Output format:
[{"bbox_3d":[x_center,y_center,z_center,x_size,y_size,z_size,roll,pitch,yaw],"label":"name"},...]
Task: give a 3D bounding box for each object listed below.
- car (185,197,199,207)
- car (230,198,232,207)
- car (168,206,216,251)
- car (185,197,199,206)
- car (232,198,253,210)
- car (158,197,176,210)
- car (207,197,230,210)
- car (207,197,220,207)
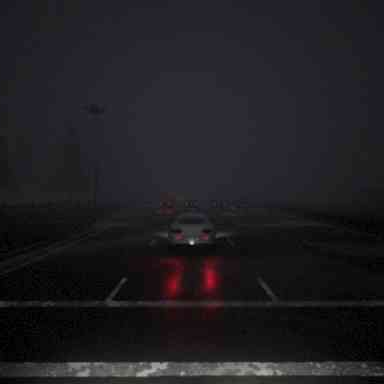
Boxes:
[{"bbox_3d":[-0.018,1.605,55.175,2.128,1.511,4.902,0,0,0],"label":"car"},{"bbox_3d":[6.982,1.640,55.177,1.812,1.442,4.674,0,0,0],"label":"car"},{"bbox_3d":[-0.005,1.555,14.147,1.812,1.442,4.674,0,0,0],"label":"car"},{"bbox_3d":[-0.014,1.640,44.755,2.033,1.411,5.357,0,0,0],"label":"car"},{"bbox_3d":[6.985,1.657,45.174,1.994,1.385,4.181,0,0,0],"label":"car"},{"bbox_3d":[-3.515,1.619,45.171,1.812,1.442,4.674,0,0,0],"label":"car"},{"bbox_3d":[3.486,1.640,44.756,2.033,1.411,5.357,0,0,0],"label":"car"},{"bbox_3d":[3.482,1.591,55.176,1.882,1.535,5.008,0,0,0],"label":"car"}]
